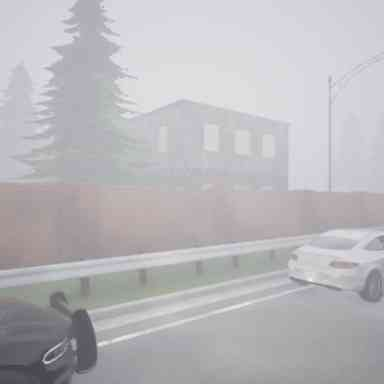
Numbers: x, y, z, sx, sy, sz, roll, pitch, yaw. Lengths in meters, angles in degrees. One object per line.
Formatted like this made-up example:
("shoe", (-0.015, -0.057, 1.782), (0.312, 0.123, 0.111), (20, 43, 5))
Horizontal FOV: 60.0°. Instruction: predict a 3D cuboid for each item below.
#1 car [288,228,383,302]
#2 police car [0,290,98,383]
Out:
("car", (4.400, 1.678, 8.648), (4.674, 1.442, 1.812), (1, -1, -38))
("police car", (-3.410, 1.441, 2.585), (5.238, 1.638, 1.930), (1, -1, -38))
